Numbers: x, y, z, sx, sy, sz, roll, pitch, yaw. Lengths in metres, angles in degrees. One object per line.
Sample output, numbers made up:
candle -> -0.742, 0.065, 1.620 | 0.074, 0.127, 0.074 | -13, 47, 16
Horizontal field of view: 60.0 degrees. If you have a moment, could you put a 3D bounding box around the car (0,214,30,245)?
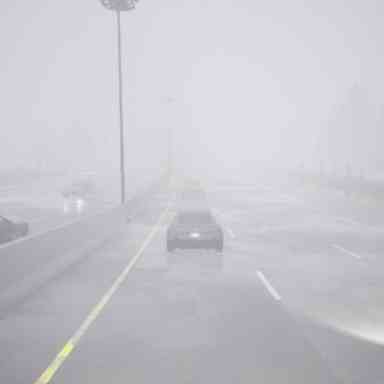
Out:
car -> -7.100, 1.401, 10.394 | 1.895, 1.301, 4.718 | 0, 2, 0

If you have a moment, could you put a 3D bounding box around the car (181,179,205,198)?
car -> 0.100, -0.500, 31.283 | 2.097, 1.767, 4.553 | 0, 7, 0

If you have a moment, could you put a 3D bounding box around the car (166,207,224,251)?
car -> 0.100, 1.265, 12.714 | 1.994, 1.385, 4.181 | 0, 3, 0

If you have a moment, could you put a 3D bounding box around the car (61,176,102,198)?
car -> -10.593, -0.353, 31.692 | 2.033, 1.411, 5.357 | 0, 7, 0

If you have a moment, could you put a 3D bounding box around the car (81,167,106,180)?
car -> -13.956, -2.551, 47.416 | 2.150, 2.045, 5.566 | 0, 6, 1
